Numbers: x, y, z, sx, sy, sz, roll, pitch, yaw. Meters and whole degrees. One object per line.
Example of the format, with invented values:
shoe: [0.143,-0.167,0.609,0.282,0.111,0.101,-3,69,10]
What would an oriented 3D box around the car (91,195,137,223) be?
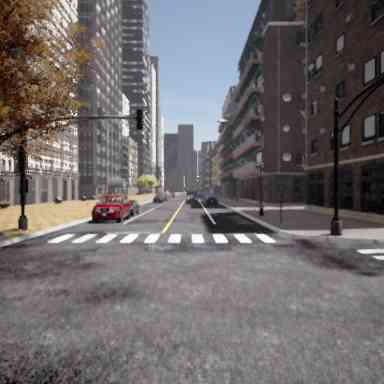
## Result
car: [-5.694,1.133,24.084,2.192,1.841,5.009,0,0,0]

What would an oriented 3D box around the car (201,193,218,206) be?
car: [2.686,1.225,46.177,1.947,1.339,4.313,0,0,0]

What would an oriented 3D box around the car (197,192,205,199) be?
car: [2.355,0.878,86.212,1.882,1.535,5.008,0,0,0]

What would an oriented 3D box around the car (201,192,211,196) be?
car: [2.685,1.145,51.869,1.752,1.417,4.829,0,0,0]

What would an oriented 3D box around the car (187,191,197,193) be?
car: [-0.005,0.766,63.857,2.150,2.045,5.566,0,0,0]

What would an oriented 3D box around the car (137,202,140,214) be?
car: [-5.694,1.344,29.609,1.947,1.339,4.313,0,0,0]

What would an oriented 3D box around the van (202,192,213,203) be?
van: [2.684,0.925,57.221,1.690,1.788,3.998,0,0,0]

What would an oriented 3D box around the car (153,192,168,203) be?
car: [-5.696,1.150,57.223,1.947,1.339,4.313,0,0,0]

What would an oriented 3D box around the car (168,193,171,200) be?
car: [-5.697,0.863,62.743,2.192,1.841,5.009,0,0,0]

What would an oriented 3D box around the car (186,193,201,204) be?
car: [-0.005,1.207,53.853,1.895,1.301,4.718,0,0,0]

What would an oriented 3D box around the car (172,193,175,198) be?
car: [-5.698,0.995,79.313,2.008,1.369,4.403,0,0,0]
